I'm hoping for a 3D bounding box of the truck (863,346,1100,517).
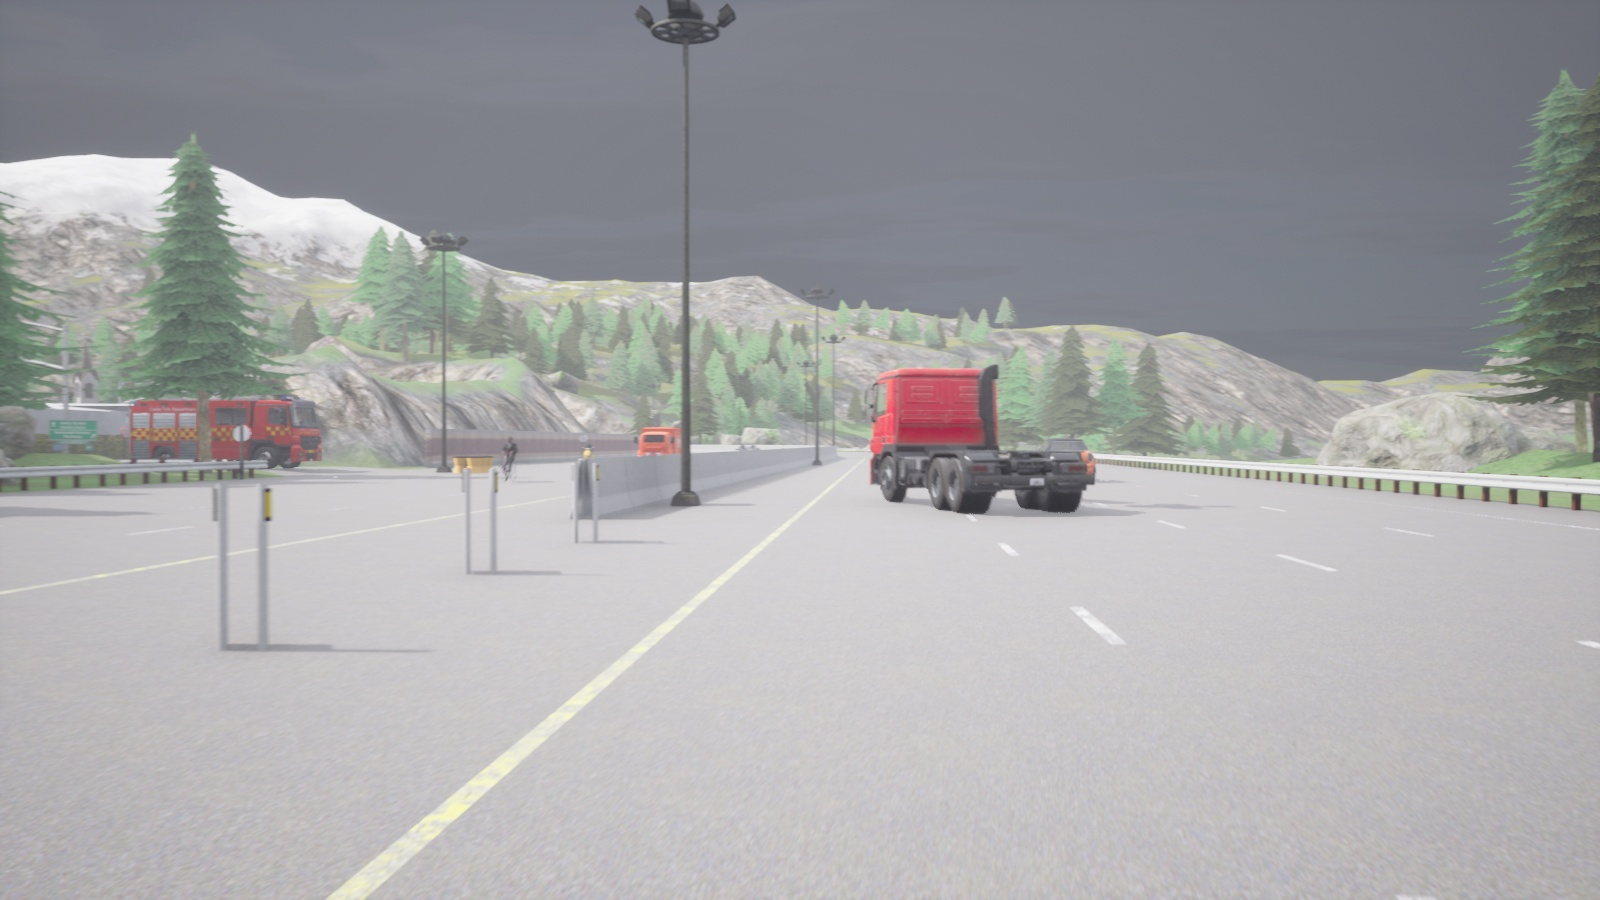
[{"bbox_3d":[3.931,-0.396,29.549,2.891,3.462,7.936,0,0,-12],"label":"truck"}]

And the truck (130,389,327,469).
[{"bbox_3d":[-27.965,-1.004,61.657,8.468,3.827,2.891,0,0,3],"label":"truck"}]

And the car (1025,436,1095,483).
[{"bbox_3d":[10.209,0.340,49.657,2.097,1.767,4.553,0,0,4],"label":"car"}]

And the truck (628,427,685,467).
[{"bbox_3d":[-8.951,-0.196,78.876,2.627,2.467,5.204,0,0,4],"label":"truck"}]
